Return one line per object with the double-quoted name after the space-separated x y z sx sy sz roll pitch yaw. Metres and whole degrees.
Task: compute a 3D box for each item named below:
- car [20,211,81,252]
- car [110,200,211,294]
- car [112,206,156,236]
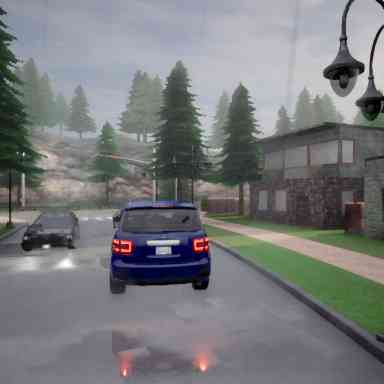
-5.822 1.548 14.314 2.033 1.411 5.357 0 0 -15 "car"
-0.977 1.221 9.049 2.150 2.045 5.566 0 0 -9 "car"
-3.535 1.601 19.482 1.895 1.301 4.718 0 0 -18 "car"
